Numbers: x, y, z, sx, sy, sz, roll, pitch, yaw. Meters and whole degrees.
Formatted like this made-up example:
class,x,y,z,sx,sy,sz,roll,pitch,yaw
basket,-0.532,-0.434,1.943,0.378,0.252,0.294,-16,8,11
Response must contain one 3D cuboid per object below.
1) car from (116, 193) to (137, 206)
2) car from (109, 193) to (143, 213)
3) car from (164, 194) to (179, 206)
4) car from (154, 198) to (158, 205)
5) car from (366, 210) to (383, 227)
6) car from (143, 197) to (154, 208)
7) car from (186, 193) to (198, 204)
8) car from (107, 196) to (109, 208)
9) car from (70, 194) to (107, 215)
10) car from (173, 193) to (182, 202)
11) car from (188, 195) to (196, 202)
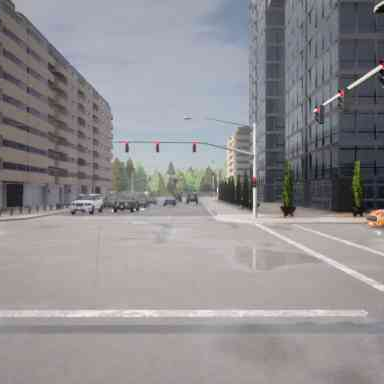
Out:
class,x,y,z,sx,sy,sz,roll,pitch,yaw
car,-10.747,1.227,54.961,2.150,2.045,5.566,0,0,1
car,-7.426,1.225,38.090,2.150,2.045,5.566,0,0,1
car,-3.552,1.531,55.329,1.812,1.442,4.674,0,0,1
car,-7.198,1.570,58.355,1.994,1.385,4.181,0,0,1
car,13.575,1.410,21.082,4.553,1.767,2.097,0,0,0
car,-7.334,1.552,48.335,2.033,1.411,5.357,0,0,1
car,0.050,1.228,63.803,2.150,2.045,5.566,0,0,1
car,-10.876,1.357,44.759,2.097,1.767,4.553,0,0,1
car,-10.935,1.225,34.915,2.150,2.045,5.566,0,0,-1
car,-3.417,1.233,74.669,2.150,2.045,5.566,0,0,1
car,0.083,1.508,74.516,1.837,1.490,4.892,0,0,1
